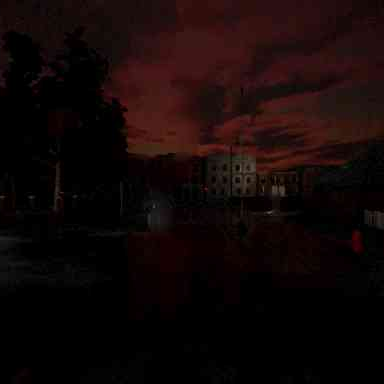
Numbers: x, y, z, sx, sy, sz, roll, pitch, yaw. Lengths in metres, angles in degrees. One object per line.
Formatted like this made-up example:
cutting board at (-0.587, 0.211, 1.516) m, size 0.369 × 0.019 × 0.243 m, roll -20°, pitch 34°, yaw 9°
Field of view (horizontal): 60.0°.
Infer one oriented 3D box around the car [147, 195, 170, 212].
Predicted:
car at (-4.147, 1.491, 39.421) m, size 2.128 × 1.511 × 4.902 m, roll 0°, pitch 0°, yaw 0°

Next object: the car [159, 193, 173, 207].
car at (-4.128, 1.221, 50.009) m, size 2.150 × 2.045 × 5.566 m, roll 0°, pitch 0°, yaw 1°
